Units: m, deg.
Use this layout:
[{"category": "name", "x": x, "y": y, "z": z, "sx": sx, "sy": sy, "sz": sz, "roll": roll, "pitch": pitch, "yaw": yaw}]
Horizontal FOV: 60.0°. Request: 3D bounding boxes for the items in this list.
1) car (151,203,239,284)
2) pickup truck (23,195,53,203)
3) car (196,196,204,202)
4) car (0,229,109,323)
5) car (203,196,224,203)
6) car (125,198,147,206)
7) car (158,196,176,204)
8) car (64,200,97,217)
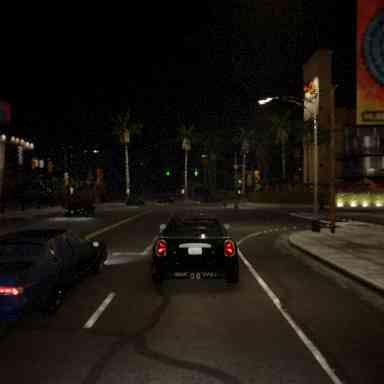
[{"category": "car", "x": 0.082, "y": 1.369, "z": 9.746, "sx": 2.097, "sy": 1.767, "sz": 4.553, "roll": 0, "pitch": 0, "yaw": 0}, {"category": "pickup truck", "x": -28.649, "y": 1.198, "z": 61.781, "sx": 6.274, "sy": 2.098, "sz": 2.390, "roll": 0, "pitch": 0, "yaw": 0}, {"category": "car", "x": 2.892, "y": 1.659, "z": 78.854, "sx": 1.812, "sy": 1.442, "sz": 4.674, "roll": 0, "pitch": 0, "yaw": 43}, {"category": "car", "x": -3.423, "y": 1.561, "z": 7.559, "sx": 2.033, "sy": 1.411, "sz": 5.357, "roll": 0, "pitch": 0, "yaw": 0}, {"category": "car", "x": 4.990, "y": 1.674, "z": 70.594, "sx": 1.994, "sy": 1.385, "sz": 4.181, "roll": 0, "pitch": 0, "yaw": 40}, {"category": "car", "x": -9.313, "y": 1.644, "z": 55.970, "sx": 2.033, "sy": 1.411, "sz": 5.357, "roll": 0, "pitch": 0, "yaw": 14}, {"category": "car", "x": -5.025, "y": 1.620, "z": 67.971, "sx": 1.837, "sy": 1.490, "sz": 4.892, "roll": 0, "pitch": 0, "yaw": 26}, {"category": "car", "x": -10.600, "y": 1.560, "z": 31.906, "sx": 1.837, "sy": 1.490, "sz": 4.892, "roll": 0, "pitch": 0, "yaw": 0}]
